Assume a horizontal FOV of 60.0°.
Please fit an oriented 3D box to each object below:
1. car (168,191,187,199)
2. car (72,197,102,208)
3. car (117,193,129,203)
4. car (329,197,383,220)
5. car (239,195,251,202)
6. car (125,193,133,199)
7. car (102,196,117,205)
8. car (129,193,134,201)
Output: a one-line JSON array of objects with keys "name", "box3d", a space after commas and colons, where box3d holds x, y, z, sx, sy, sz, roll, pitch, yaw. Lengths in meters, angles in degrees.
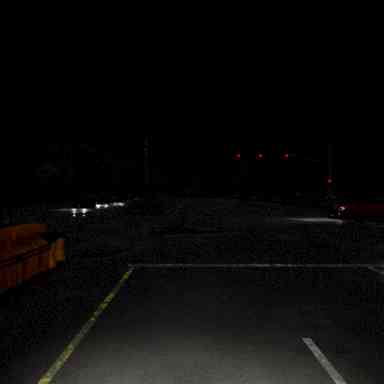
[{"name": "car", "box3d": [-4.265, 0.822, 95.294, 2.150, 2.045, 5.566, 0, 0, -22]}, {"name": "car", "box3d": [-14.091, 1.376, 44.106, 2.033, 1.411, 5.357, 0, 0, 0]}, {"name": "car", "box3d": [-14.024, 1.341, 64.207, 1.895, 1.301, 4.718, 0, 0, 1]}, {"name": "car", "box3d": [13.291, 1.265, 26.304, 4.553, 1.767, 2.097, 0, 0, -3]}, {"name": "car", "box3d": [10.598, 1.277, 66.608, 2.033, 1.411, 5.357, 0, 0, 0]}, {"name": "car", "box3d": [-16.815, 1.133, 88.579, 1.837, 1.490, 4.892, 0, 0, -14]}, {"name": "car", "box3d": [-14.077, 1.349, 54.087, 1.994, 1.385, 4.181, 0, 0, 0]}, {"name": "car", "box3d": [-14.217, 1.049, 74.669, 2.097, 1.767, 4.553, 0, 0, -3]}]
